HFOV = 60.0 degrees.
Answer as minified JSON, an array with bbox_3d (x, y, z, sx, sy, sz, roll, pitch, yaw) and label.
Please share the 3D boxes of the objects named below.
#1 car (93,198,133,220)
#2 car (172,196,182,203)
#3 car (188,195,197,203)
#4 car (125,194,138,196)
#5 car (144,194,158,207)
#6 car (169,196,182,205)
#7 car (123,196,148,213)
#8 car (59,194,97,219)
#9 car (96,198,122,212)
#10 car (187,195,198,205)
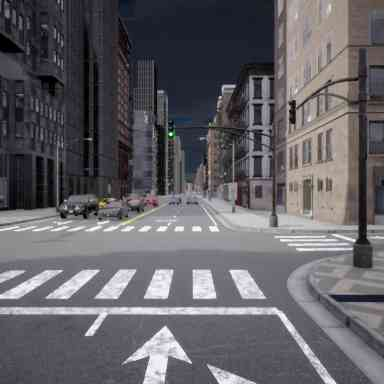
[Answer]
[{"bbox_3d":[-6.534,1.510,28.046,1.837,1.490,4.892,0,0,-1],"label":"car"},{"bbox_3d":[-3.149,1.546,69.565,1.882,1.535,5.008,0,0,0],"label":"car"},{"bbox_3d":[0.101,1.443,69.976,1.812,1.442,4.674,0,0,0],"label":"car"},{"bbox_3d":[-9.755,1.266,53.296,2.150,2.045,5.566,0,0,0],"label":"car"},{"bbox_3d":[-6.510,1.259,51.550,2.150,2.045,5.566,0,0,0],"label":"car"},{"bbox_3d":[-3.165,1.599,59.143,2.033,1.411,5.357,0,0,0],"label":"car"},{"bbox_3d":[-6.540,1.495,37.465,1.882,1.535,5.008,0,0,0],"label":"car"},{"bbox_3d":[-9.818,1.228,29.498,2.150,2.045,5.566,0,0,-2],"label":"car"},{"bbox_3d":[-9.786,1.498,39.488,1.882,1.535,5.008,0,0,0],"label":"car"},{"bbox_3d":[0.087,1.617,59.971,1.994,1.385,4.181,0,0,0],"label":"car"}]
